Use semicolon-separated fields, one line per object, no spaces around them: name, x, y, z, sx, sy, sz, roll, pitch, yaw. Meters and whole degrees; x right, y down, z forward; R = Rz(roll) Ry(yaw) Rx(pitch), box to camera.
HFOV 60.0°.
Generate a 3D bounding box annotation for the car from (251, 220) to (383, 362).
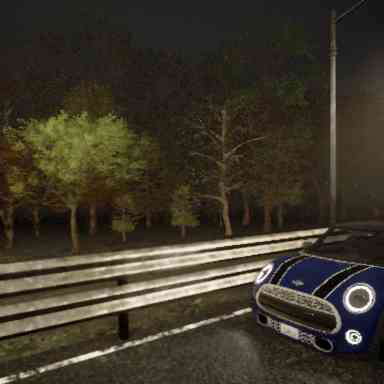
car;3.189;1.344;5.951;4.553;1.767;2.097;0;0;-35
